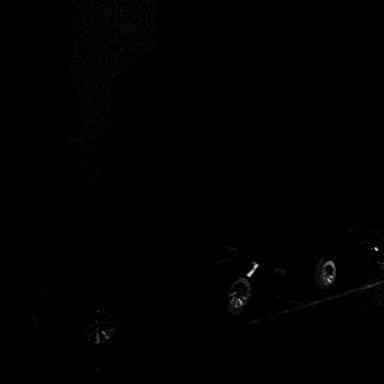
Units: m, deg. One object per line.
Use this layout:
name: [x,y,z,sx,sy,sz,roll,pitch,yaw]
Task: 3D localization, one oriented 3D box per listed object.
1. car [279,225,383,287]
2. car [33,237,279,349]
car: [4.011,1.658,9.624,4.313,1.339,1.947,1,0,-36]
car: [-0.605,1.598,6.327,4.313,1.339,1.947,1,0,-36]
